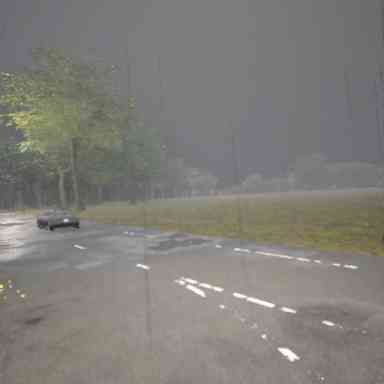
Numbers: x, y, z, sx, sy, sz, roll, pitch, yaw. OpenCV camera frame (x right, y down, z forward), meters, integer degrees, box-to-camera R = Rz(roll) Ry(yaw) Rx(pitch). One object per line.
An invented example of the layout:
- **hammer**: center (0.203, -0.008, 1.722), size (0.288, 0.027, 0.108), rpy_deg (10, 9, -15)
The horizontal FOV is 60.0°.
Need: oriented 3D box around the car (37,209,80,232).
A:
- **car**: center (-9.366, 1.870, 23.099), size (1.994, 1.385, 4.181), rpy_deg (-4, 1, -38)
